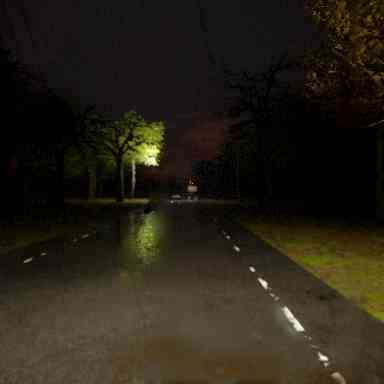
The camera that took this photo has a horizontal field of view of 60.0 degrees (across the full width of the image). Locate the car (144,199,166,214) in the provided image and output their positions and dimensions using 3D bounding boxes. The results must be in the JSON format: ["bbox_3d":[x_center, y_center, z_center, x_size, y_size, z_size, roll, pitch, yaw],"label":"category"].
[{"bbox_3d":[-3.618,1.413,33.447,2.033,1.411,5.357,0,0,0],"label":"car"}]

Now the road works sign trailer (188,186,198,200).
[{"bbox_3d":[0.143,0.215,86.637,2.380,3.560,2.880,0,0,-8],"label":"road works sign trailer"}]

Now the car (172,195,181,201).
[{"bbox_3d":[-3.544,1.306,74.043,1.895,1.301,4.718,0,0,0],"label":"car"}]
